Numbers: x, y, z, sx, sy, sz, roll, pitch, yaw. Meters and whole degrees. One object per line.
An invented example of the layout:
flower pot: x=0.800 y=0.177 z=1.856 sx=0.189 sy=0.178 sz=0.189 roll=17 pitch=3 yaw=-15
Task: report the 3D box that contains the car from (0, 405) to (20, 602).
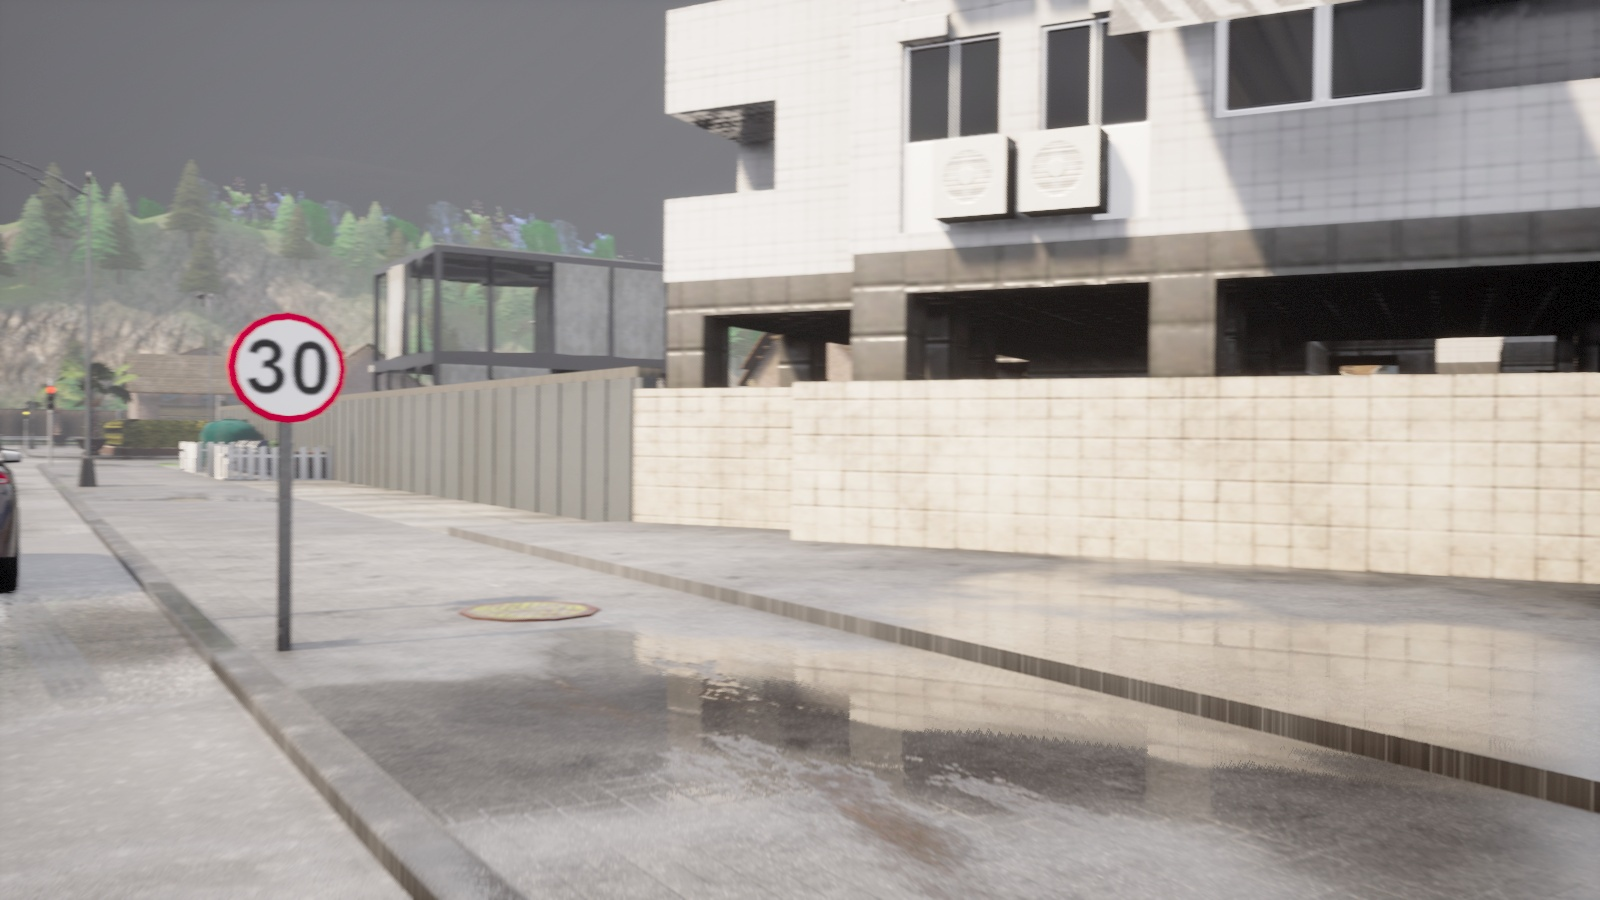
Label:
car: x=-8.832 y=0.447 z=12.108 sx=2.152 sy=1.651 sz=5.027 roll=-1 pitch=1 yaw=-33
